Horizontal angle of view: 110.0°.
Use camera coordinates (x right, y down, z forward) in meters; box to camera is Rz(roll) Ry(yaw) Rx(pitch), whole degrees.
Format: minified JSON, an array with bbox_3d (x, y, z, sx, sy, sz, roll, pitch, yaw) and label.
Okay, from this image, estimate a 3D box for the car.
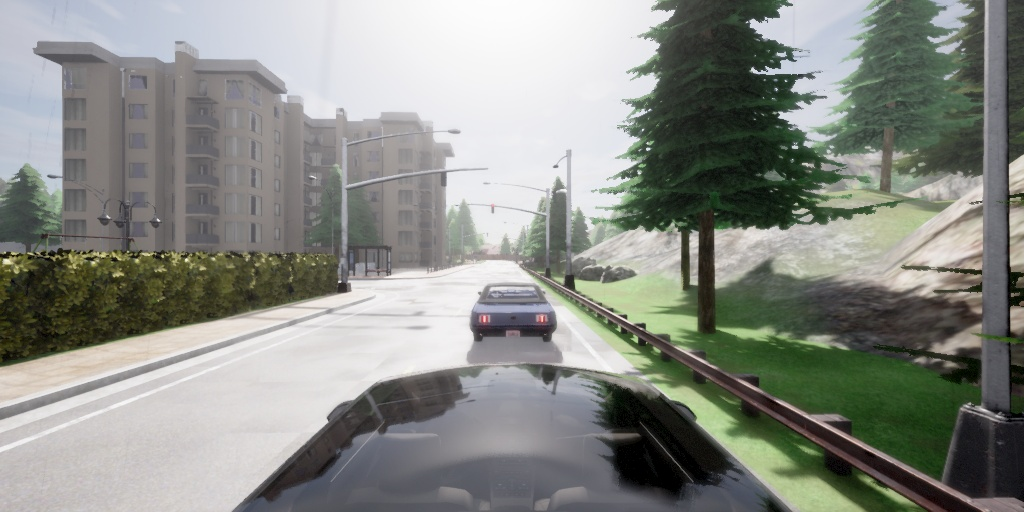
[{"bbox_3d":[-0.003,1.351,9.771,1.895,1.301,4.718,0,0,-1],"label":"car"}]
